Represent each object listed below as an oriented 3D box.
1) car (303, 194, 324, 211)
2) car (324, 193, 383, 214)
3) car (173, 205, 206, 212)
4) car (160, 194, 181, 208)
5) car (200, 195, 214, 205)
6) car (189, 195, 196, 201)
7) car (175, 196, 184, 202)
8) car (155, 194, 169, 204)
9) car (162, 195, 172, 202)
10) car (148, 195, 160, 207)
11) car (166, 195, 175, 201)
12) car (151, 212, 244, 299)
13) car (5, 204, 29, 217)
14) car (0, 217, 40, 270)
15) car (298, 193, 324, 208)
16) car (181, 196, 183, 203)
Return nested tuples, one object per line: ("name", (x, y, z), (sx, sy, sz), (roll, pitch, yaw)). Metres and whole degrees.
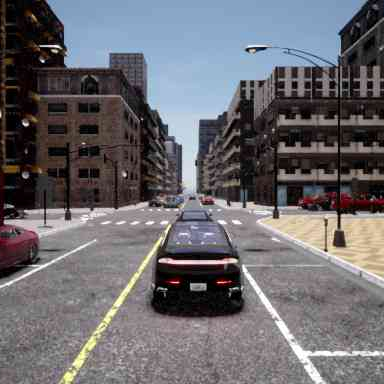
("car", (14.609, 1.231, 34.941), (4.674, 1.442, 1.812), (-1, 0, 0))
("car", (14.731, 1.029, 29.134), (5.009, 1.841, 2.192), (-1, 1, 0))
("car", (0.121, 1.565, 17.020), (1.994, 1.385, 4.181), (0, 0, 0))
("car", (-3.003, 1.365, 48.170), (2.097, 1.767, 4.553), (0, 0, 0))
("car", (2.763, 1.458, 56.897), (1.967, 1.590, 4.097), (0, 0, 0))
("car", (0.118, 1.598, 90.083), (1.994, 1.385, 4.181), (0, 0, 0))
("car", (-2.898, 1.572, 79.039), (2.033, 1.411, 5.357), (0, 0, 0))
("car", (-5.610, 1.337, 62.588), (2.192, 1.841, 5.009), (0, 0, 0))
("car", (-5.595, 1.471, 73.953), (1.967, 1.590, 4.097), (0, 0, 0))
("car", (-5.624, 1.581, 51.223), (1.947, 1.339, 4.313), (0, 0, 0))
("car", (-5.580, 1.481, 85.318), (1.967, 1.590, 4.097), (0, 0, 0))
("car", (0.113, 1.491, 8.405), (2.128, 1.511, 4.902), (0, 0, 0))
("car", (-18.130, 1.806, 31.496), (4.902, 1.511, 2.128), (-1, 0, 0))
("car", (-5.730, 1.582, 9.199), (1.802, 1.307, 4.206), (0, 0, 0))
("car", (14.608, 1.015, 37.512), (5.009, 1.841, 2.192), (-1, 1, 0))
("car", (-3.005, 1.620, 58.103), (1.895, 1.301, 4.718), (0, 0, 0))
